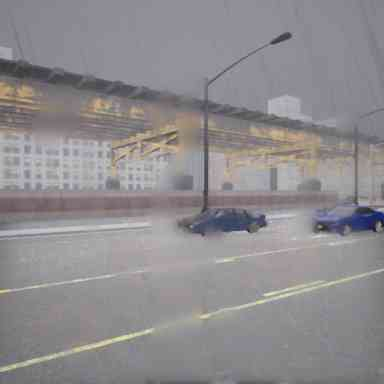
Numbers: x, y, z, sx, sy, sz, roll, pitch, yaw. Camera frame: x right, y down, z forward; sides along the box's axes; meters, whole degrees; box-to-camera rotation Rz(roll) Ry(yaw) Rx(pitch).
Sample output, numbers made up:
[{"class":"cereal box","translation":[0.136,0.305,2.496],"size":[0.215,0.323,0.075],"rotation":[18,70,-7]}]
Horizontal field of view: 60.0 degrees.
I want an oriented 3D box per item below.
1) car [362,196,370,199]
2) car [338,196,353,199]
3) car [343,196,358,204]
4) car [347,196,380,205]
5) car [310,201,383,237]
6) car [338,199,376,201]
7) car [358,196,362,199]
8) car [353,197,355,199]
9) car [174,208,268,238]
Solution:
[{"class":"car","translation":[30.703,1.294,59.847],"size":[4.536,1.218,1.853],"rotation":[0,0,-6]},{"class":"car","translation":[22.910,1.294,53.583],"size":[4.536,1.218,1.853],"rotation":[0,0,9]},{"class":"car","translation":[26.781,1.294,56.228],"size":[1.853,1.218,4.536],"rotation":[0,0,19]},{"class":"car","translation":[30.754,1.451,59.853],"size":[4.974,1.542,2.038],"rotation":[0,0,-6]},{"class":"car","translation":[8.536,1.477,18.218],"size":[5.008,1.535,1.882],"rotation":[0,0,-34]},{"class":"car","translation":[10.925,1.491,24.106],"size":[4.902,1.511,2.128],"rotation":[0,0,-34]},{"class":"car","translation":[26.764,1.452,56.179],"size":[2.038,1.542,4.974],"rotation":[0,0,19]},{"class":"car","translation":[22.962,1.452,53.575],"size":[4.974,1.542,2.038],"rotation":[0,0,9]},{"class":"car","translation":[1.699,1.547,17.830],"size":[5.357,1.411,2.033],"rotation":[0,0,-34]}]
